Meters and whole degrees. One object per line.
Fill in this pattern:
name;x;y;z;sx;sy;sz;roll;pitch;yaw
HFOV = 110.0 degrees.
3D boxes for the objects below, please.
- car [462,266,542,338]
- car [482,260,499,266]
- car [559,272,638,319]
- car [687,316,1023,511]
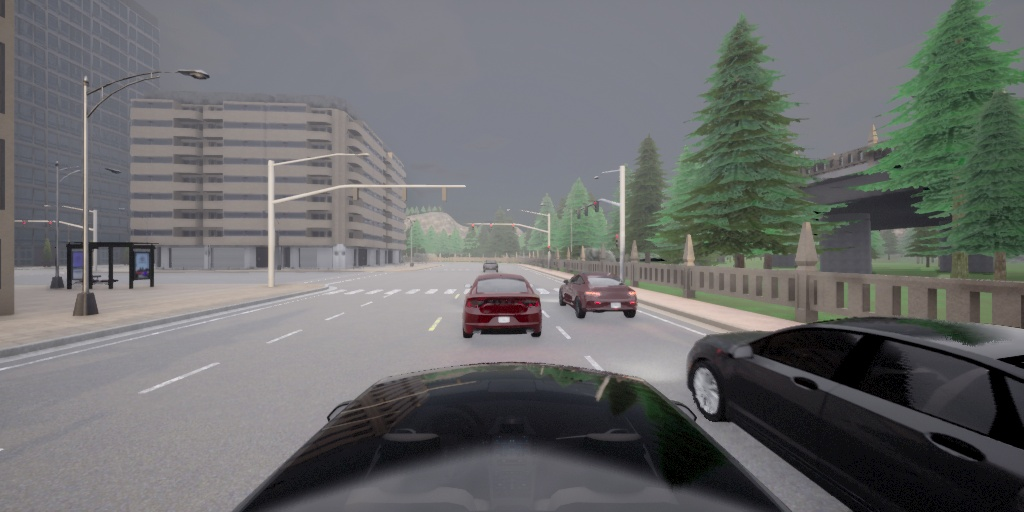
car;-0.347;1.228;10.228;1.882;1.535;5.008;0;0;-4
car;-2.684;1.242;45.111;2.128;1.511;4.902;0;0;-4
car;2.914;1.276;12.805;1.812;1.442;4.674;0;0;-3
car;3.264;1.257;2.880;1.837;1.490;4.892;0;0;0
